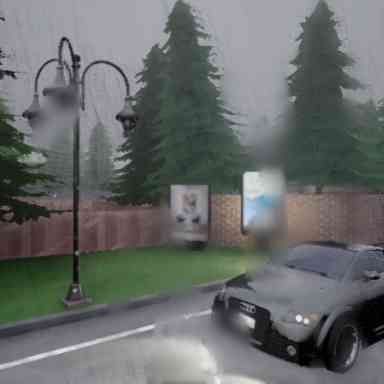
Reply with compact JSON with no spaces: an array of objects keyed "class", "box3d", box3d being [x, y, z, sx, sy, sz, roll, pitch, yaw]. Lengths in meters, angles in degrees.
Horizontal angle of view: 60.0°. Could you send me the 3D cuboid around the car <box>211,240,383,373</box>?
[{"class":"car","box3d":[2.368,1.565,5.667,4.181,1.385,1.994,0,0,-35]}]
